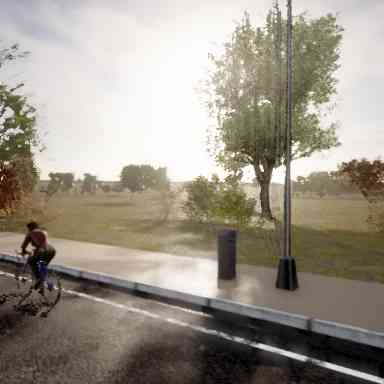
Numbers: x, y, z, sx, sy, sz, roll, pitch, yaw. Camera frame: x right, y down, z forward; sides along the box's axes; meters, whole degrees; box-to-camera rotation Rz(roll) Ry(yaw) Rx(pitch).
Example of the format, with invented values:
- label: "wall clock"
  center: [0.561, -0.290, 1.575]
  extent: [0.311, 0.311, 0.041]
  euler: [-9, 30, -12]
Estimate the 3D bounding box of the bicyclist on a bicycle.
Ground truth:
- label: "bicyclist on a bicycle"
  center: [-3.205, 1.441, 6.877]
  extent: [1.656, 1.620, 0.582]
  euler: [0, 0, 35]
